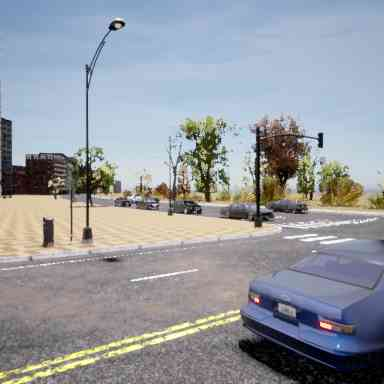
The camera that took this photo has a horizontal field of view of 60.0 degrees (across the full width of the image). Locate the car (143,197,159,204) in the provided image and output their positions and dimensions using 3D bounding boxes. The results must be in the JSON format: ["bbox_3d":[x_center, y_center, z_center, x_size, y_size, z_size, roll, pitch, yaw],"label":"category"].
[{"bbox_3d":[-8.550,1.667,69.354,1.994,1.385,4.181,0,0,-29],"label":"car"}]

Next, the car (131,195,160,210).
[{"bbox_3d":[-6.073,1.594,45.268,2.128,1.511,4.902,0,0,-31],"label":"car"}]

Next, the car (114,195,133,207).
[{"bbox_3d":[-11.310,1.627,54.190,1.837,1.490,4.892,0,0,-30],"label":"car"}]

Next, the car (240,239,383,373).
[{"bbox_3d":[3.283,1.547,5.640,5.357,1.411,2.033,0,0,-34],"label":"car"}]

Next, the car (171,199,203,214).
[{"bbox_3d":[-0.694,1.585,36.435,1.837,1.490,4.892,0,0,-32],"label":"car"}]

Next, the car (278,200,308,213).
[{"bbox_3d":[10.378,1.579,37.125,2.033,1.411,5.357,0,0,-29],"label":"car"}]

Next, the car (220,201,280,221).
[{"bbox_3d":[4.483,1.604,28.025,2.033,1.411,5.357,0,0,-31],"label":"car"}]
